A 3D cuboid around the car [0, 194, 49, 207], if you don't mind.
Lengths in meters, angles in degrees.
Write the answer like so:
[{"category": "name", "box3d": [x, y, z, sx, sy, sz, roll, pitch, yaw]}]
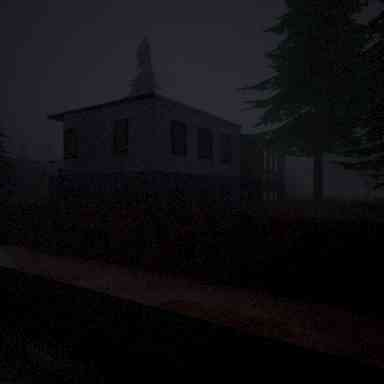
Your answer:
[{"category": "car", "box3d": [-14.765, 1.202, 29.609, 2.150, 2.045, 5.566, 0, 0, 27]}]
